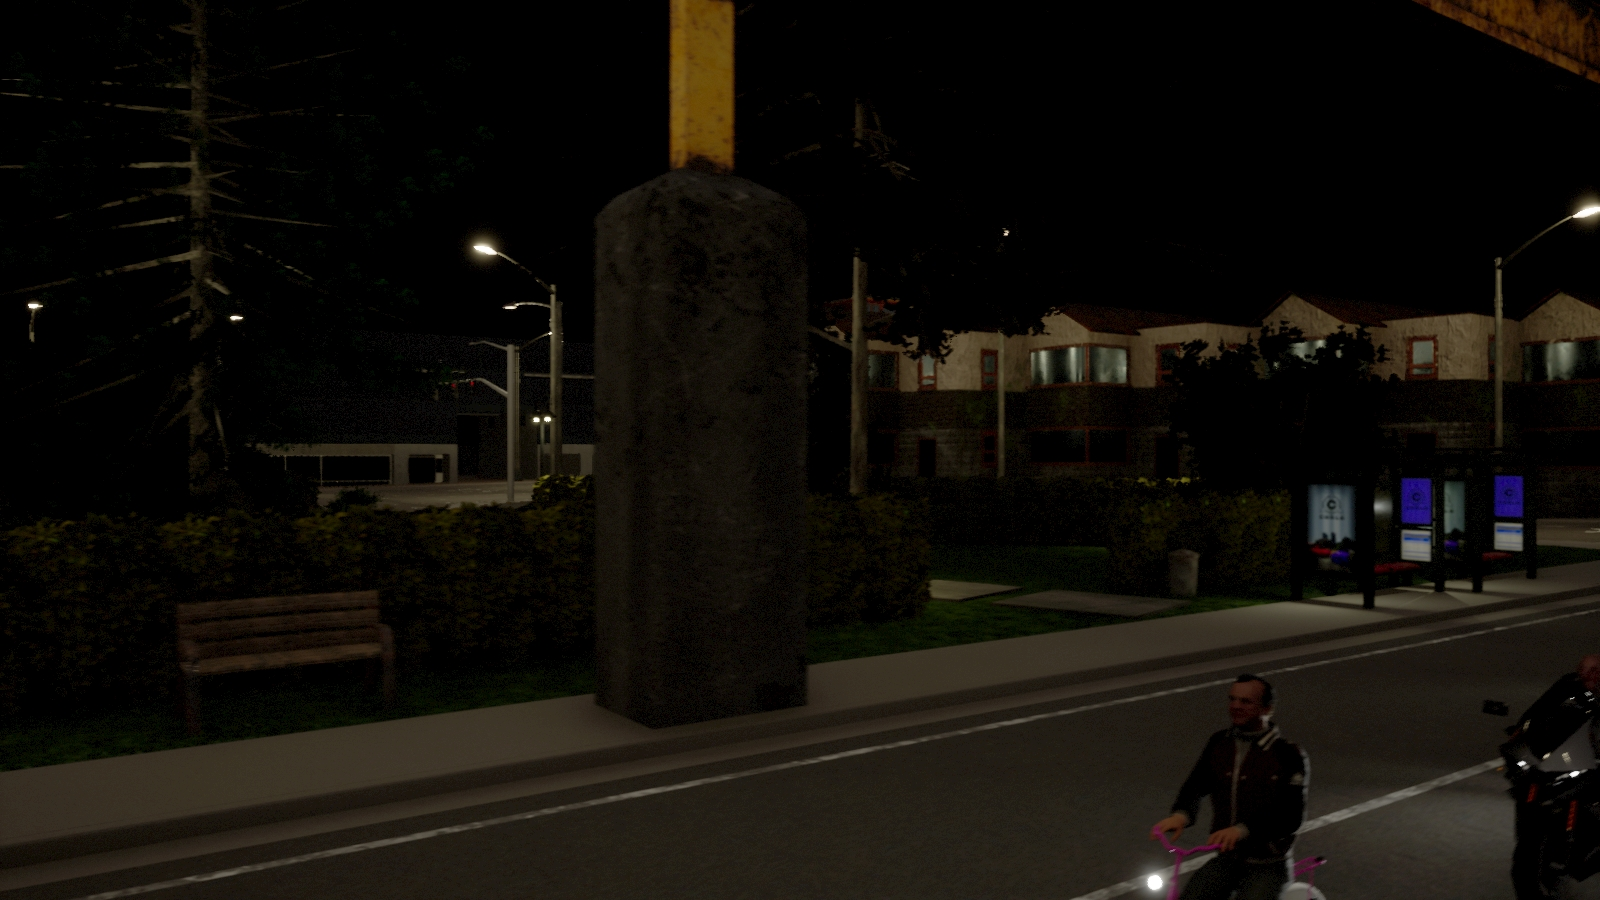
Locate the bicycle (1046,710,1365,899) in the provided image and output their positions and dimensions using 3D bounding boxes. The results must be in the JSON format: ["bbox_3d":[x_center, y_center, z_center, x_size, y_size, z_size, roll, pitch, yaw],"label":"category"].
[{"bbox_3d":[1.852,2.048,5.068,1.835,1.496,0.329,0,0,-35],"label":"bicycle"}]

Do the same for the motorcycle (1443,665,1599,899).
[{"bbox_3d":[5.158,2.204,7.389,2.209,1.254,0.867,0,0,-35],"label":"motorcycle"}]
